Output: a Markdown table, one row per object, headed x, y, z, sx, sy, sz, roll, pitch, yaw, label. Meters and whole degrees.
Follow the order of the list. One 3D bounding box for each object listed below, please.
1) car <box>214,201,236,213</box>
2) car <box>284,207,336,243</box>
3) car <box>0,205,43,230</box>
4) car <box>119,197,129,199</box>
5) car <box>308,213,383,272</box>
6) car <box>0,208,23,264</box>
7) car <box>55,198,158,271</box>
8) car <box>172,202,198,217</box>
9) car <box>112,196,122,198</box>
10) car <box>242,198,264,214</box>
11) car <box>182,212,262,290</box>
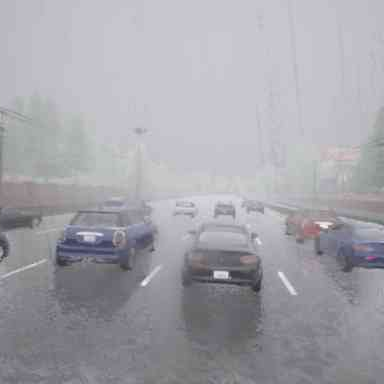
| x | y | z | sx | sy | sz | roll | pitch | yaw | label |
| --- | --- | --- | --- | --- | --- | --- | --- | --- | --- |
| 3.083 | 1.564 | 31.013 | 2.128 | 1.511 | 4.902 | 2 | 0 | 6 | car |
| 6.136 | 1.546 | 17.086 | 2.097 | 1.767 | 4.553 | 2 | 0 | 6 | car |
| -9.042 | 1.268 | 15.593 | 1.895 | 1.301 | 4.718 | 2 | 0 | 6 | car |
| -4.427 | 1.363 | 26.353 | 2.033 | 1.411 | 5.357 | 2 | 0 | 6 | car |
| 5.524 | 1.706 | 11.147 | 1.812 | 1.442 | 4.674 | 2 | 0 | 6 | car |
| -6.335 | 1.275 | 7.648 | 1.837 | 1.490 | 4.892 | 2 | 0 | 6 | car |
| -2.485 | 1.253 | 10.872 | 2.097 | 1.767 | 4.553 | 2 | 0 | 6 | car |
| -0.546 | 1.548 | 29.937 | 1.895 | 1.301 | 4.718 | 2 | 0 | 6 | car |
| -7.189 | 1.189 | 33.699 | 1.882 | 1.535 | 5.008 | 2 | 0 | 6 | car |
| 7.322 | 1.703 | 38.873 | 2.128 | 1.511 | 4.902 | 2 | 0 | 6 | car |
| 0.835 | 1.544 | 9.137 | 1.812 | 1.442 | 4.674 | 2 | 0 | 6 | car |
